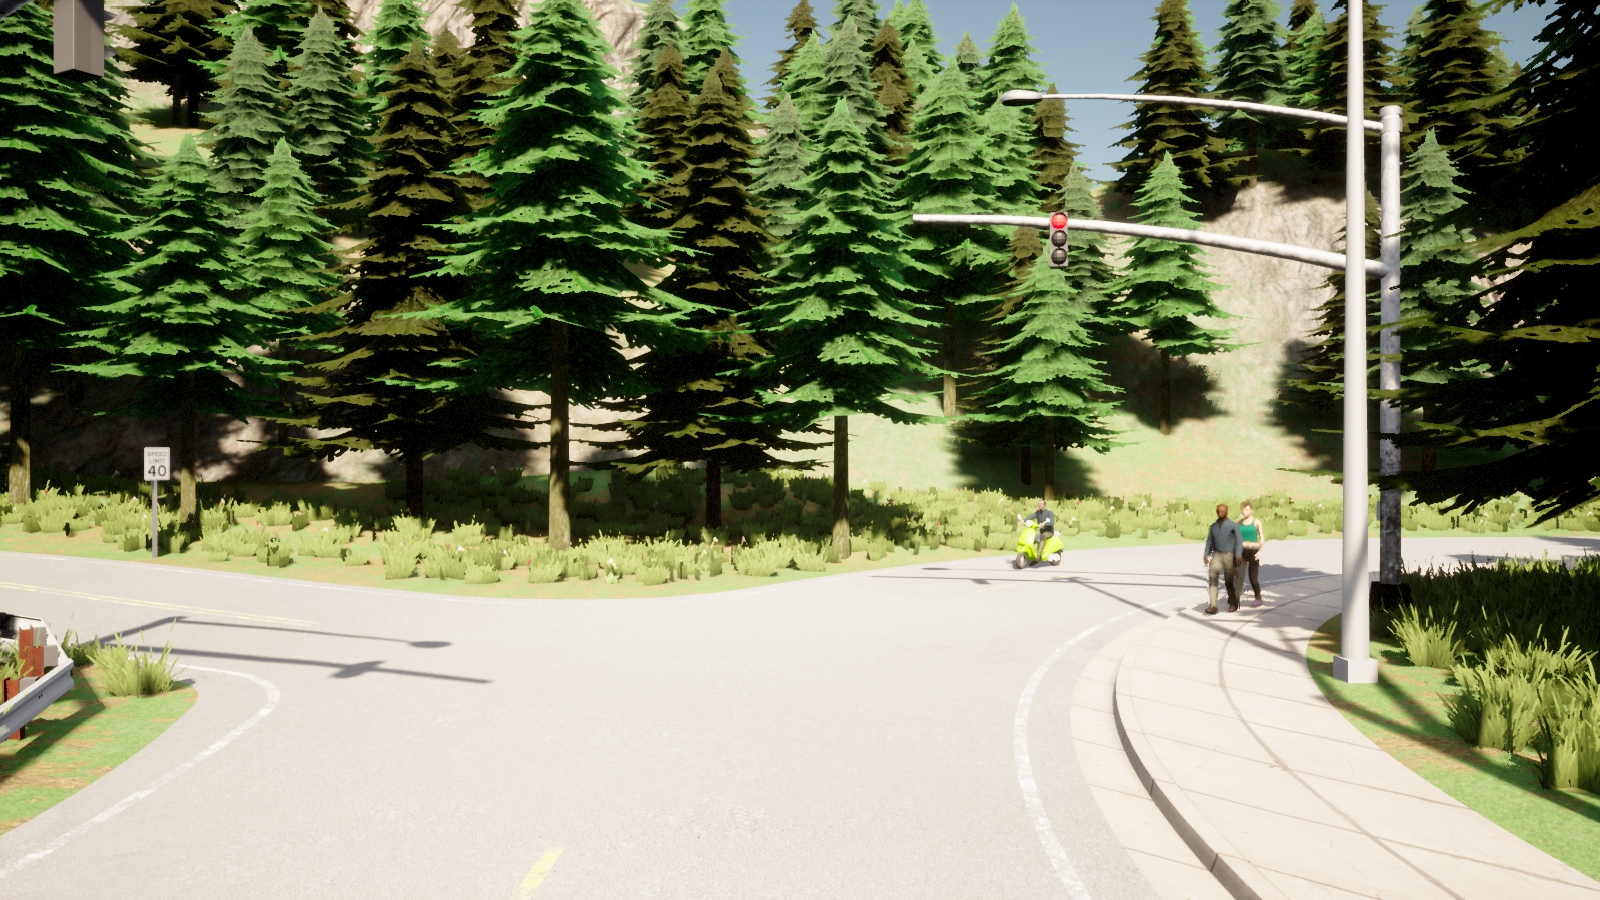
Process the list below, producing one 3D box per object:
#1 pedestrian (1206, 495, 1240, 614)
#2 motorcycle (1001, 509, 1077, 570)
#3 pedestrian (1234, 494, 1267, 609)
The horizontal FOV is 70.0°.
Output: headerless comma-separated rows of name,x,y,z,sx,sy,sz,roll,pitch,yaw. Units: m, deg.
pedestrian,6.786,1.668,18.330,0.375,1.860,0.375,0,0,-45
motorcycle,5.702,2.113,27.217,1.805,1.316,0.856,0,0,-41
pedestrian,7.478,1.668,18.972,0.375,1.860,0.375,0,0,-43
